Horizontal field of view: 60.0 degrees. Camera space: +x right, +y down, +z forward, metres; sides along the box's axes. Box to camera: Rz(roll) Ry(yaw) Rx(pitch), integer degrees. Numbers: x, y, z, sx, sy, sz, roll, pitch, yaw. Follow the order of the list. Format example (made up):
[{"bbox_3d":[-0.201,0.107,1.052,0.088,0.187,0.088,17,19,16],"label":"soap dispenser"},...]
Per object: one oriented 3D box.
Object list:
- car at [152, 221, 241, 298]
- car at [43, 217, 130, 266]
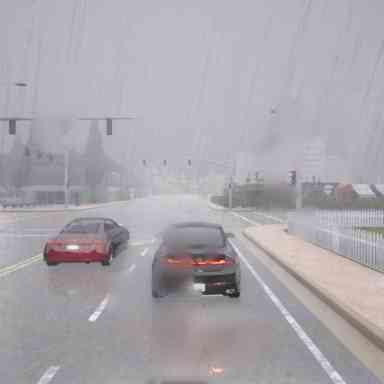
[{"bbox_3d":[0.083,1.505,8.519,1.837,1.490,4.892,0,0,0],"label":"car"},{"bbox_3d":[-3.423,1.564,11.556,1.994,1.385,4.181,0,0,0],"label":"car"}]
